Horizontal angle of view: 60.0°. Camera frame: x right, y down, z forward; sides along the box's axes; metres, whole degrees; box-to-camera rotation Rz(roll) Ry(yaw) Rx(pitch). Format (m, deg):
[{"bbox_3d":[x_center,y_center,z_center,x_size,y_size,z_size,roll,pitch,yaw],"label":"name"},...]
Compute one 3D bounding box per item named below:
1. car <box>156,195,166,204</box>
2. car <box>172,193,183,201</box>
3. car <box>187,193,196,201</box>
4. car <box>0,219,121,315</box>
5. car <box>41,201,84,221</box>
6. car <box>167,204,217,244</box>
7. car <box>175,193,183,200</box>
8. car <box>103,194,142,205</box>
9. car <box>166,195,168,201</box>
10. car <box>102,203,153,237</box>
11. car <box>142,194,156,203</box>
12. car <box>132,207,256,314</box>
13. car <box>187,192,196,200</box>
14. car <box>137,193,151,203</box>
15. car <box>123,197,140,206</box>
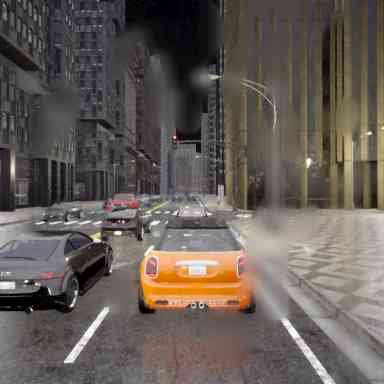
[{"bbox_3d":[-6.631,1.415,62.768,2.033,1.411,5.357,0,0,0],"label":"car"},{"bbox_3d":[-3.336,1.175,74.286,2.097,1.767,4.553,0,0,0],"label":"car"},{"bbox_3d":[-0.086,1.343,74.321,1.812,1.442,4.674,0,0,0],"label":"car"},{"bbox_3d":[-3.165,1.562,7.674,1.994,1.385,4.181,0,0,0],"label":"car"},{"bbox_3d":[-9.880,1.479,25.770,1.837,1.490,4.892,0,0,0],"label":"car"},{"bbox_3d":[0.013,1.480,16.777,2.128,1.511,4.902,0,0,1],"label":"car"},{"bbox_3d":[-3.348,1.125,84.322,1.837,1.490,4.892,0,0,0],"label":"car"},{"bbox_3d":[-6.634,1.186,32.271,2.150,2.045,5.566,0,0,0],"label":"car"},{"bbox_3d":[-6.590,1.340,77.459,2.033,1.411,5.357,0,0,0],"label":"car"},{"bbox_3d":[-3.167,1.494,16.570,1.837,1.490,4.892,0,0,0],"label":"car"},{"bbox_3d":[-6.668,1.448,46.722,1.812,1.442,4.674,0,0,0],"label":"car"},{"bbox_3d":[0.095,1.350,7.771,2.097,1.767,4.553,0,0,0],"label":"car"},{"bbox_3d":[-0.098,0.980,84.295,2.097,1.767,4.553,0,0,0],"label":"car"},{"bbox_3d":[-9.834,1.198,68.462,2.097,1.767,4.553,0,0,0],"label":"car"},{"bbox_3d":[-9.900,1.495,54.969,1.895,1.301,4.718,0,0,0],"label":"car"}]
